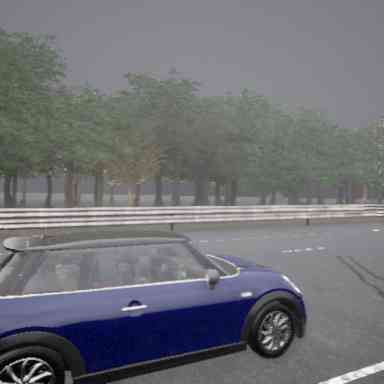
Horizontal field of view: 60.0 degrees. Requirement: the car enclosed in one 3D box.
[{"bbox_3d":[-0.581,1.329,4.761,4.553,1.767,2.097,1,0,-26],"label":"car"}]
